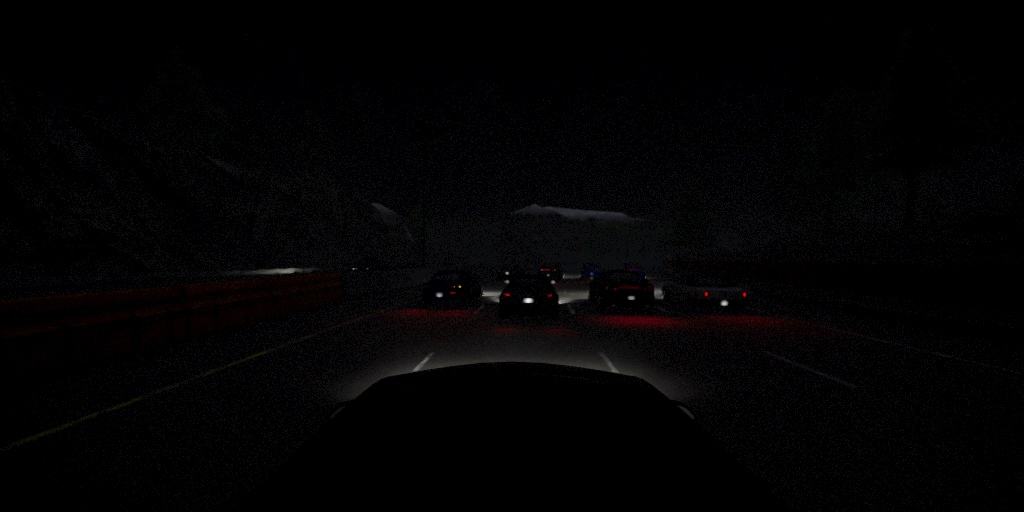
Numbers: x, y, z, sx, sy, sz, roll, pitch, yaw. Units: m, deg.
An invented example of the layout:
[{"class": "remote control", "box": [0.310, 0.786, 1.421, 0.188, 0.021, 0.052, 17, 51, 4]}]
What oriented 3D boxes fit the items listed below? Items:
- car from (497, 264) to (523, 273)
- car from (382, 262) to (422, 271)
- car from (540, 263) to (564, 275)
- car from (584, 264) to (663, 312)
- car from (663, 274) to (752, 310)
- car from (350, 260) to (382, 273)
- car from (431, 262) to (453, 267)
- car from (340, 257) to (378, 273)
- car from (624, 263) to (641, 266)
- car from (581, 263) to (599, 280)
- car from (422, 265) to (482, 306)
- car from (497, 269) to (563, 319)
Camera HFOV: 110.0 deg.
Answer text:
[{"class": "car", "box": [0.000, 1.429, 32.122, 1.994, 1.385, 4.181, 0, 0, 12]}, {"class": "car", "box": [-12.290, 1.422, 41.734, 2.033, 1.411, 5.357, 0, 0, 15]}, {"class": "car", "box": [3.428, 1.361, 31.485, 2.128, 1.511, 4.902, 0, 0, 12]}, {"class": "car", "box": [4.303, 1.286, 14.694, 1.882, 1.535, 5.008, 0, 0, 5]}, {"class": "car", "box": [7.839, 1.418, 15.067, 1.895, 1.301, 4.718, 0, 0, 6]}, {"class": "car", "box": [-15.970, 1.467, 41.458, 1.895, 1.301, 4.718, 0, 0, 15]}, {"class": "car", "box": [-8.228, 1.437, 43.357, 2.033, 1.411, 5.357, 0, 0, 16]}, {"class": "car", "box": [-18.729, 1.096, 44.659, 2.150, 2.045, 5.566, 0, -1, 15]}, {"class": "car", "box": [10.985, 1.369, 33.097, 1.882, 1.535, 5.008, 0, 0, 13]}, {"class": "car", "box": [7.381, 1.361, 33.070, 1.882, 1.535, 5.008, 0, 0, 13]}, {"class": "car", "box": [-2.586, 1.325, 16.135, 1.812, 1.442, 4.674, 0, 0, 6]}, {"class": "car", "box": [0.651, 1.358, 13.067, 1.994, 1.385, 4.181, 0, 0, 4]}]
